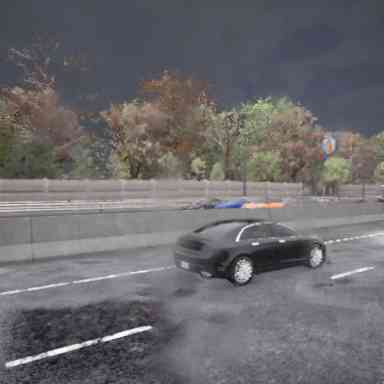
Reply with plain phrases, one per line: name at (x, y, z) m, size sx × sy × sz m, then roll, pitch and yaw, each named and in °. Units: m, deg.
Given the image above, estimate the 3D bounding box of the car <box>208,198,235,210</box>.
car at (4.422, 1.409, 32.935) m, size 5.008 × 1.535 × 1.882 m, roll 0°, pitch 0°, yaw -35°

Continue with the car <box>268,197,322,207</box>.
car at (8.865, 1.282, 27.505) m, size 4.553 × 1.767 × 2.097 m, roll 0°, pitch 0°, yaw -35°

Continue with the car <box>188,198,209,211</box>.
car at (1.816, 1.439, 35.374) m, size 4.892 × 1.490 × 1.837 m, roll 0°, pitch 0°, yaw -35°

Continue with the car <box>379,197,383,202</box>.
car at (34.974, 1.304, 58.903) m, size 5.008 × 1.535 × 1.882 m, roll 0°, pitch 0°, yaw -35°

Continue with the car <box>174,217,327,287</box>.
car at (1.808, 1.484, 9.335) m, size 4.892 × 1.490 × 1.837 m, roll 0°, pitch 0°, yaw -35°

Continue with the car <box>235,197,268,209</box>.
car at (6.563, 1.283, 30.162) m, size 4.553 × 1.767 × 2.097 m, roll 0°, pitch 0°, yaw -35°
